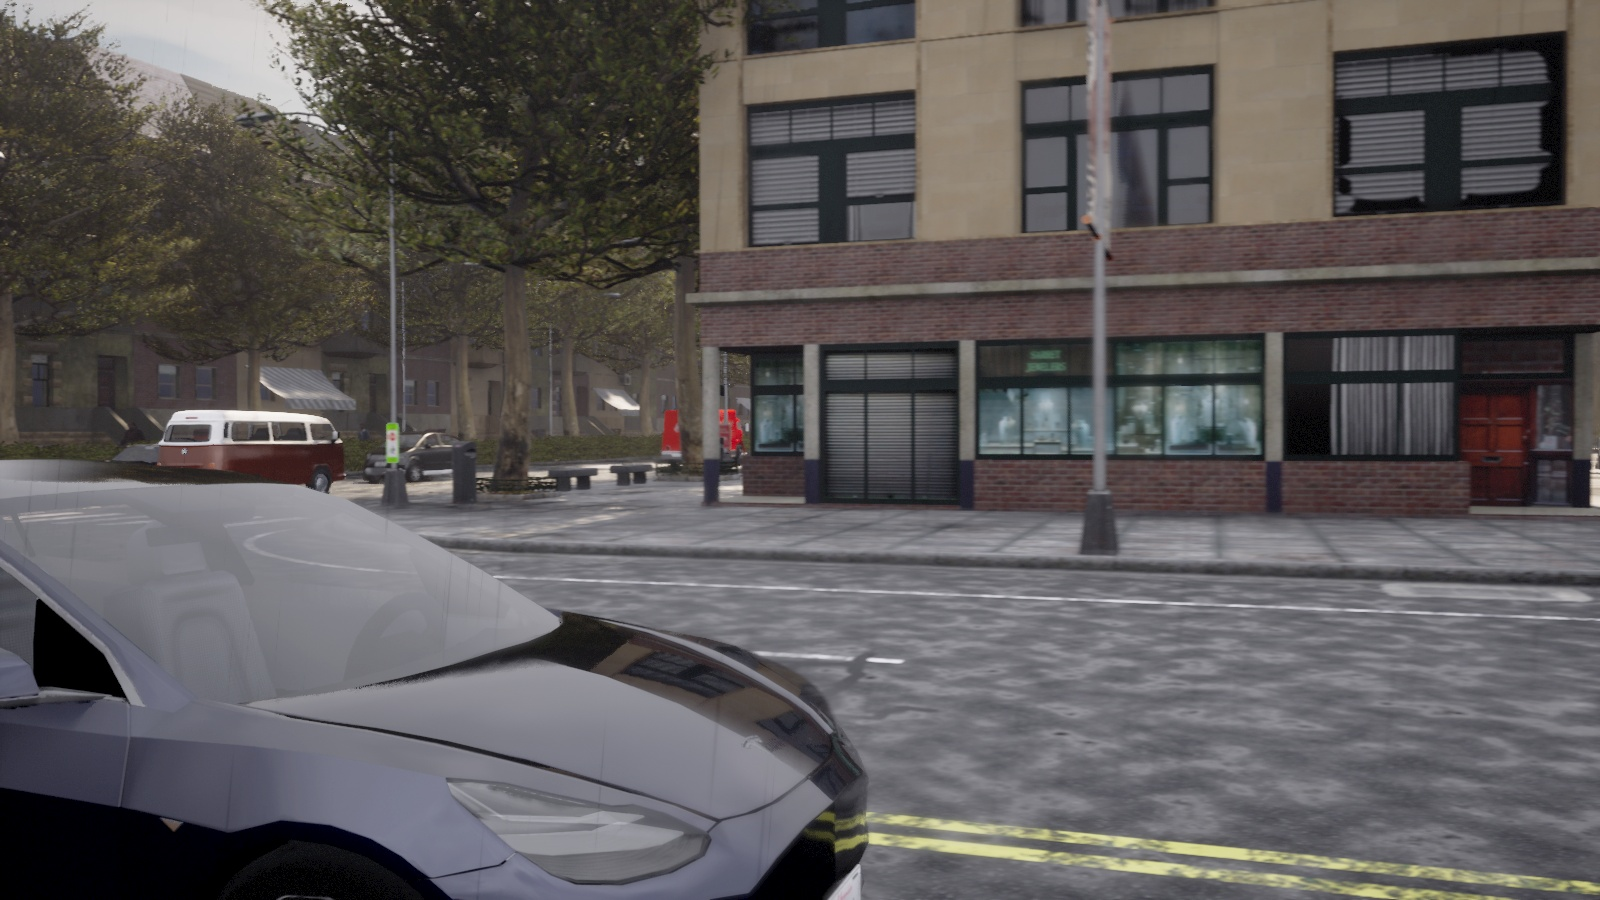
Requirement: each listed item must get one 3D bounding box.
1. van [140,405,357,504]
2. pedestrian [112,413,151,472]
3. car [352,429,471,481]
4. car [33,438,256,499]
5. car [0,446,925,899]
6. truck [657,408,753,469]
[{"bbox_3d":[-12.261,0.049,28.293,2.069,2.038,4.480,0,1,16],"label":"van"},{"bbox_3d":[-21.416,-0.245,40.209,0.634,1.844,0.899,1,1,21],"label":"pedestrian"},{"bbox_3d":[-12.206,0.121,39.689,1.789,1.549,3.705,1,1,18],"label":"car"},{"bbox_3d":[-15.437,0.387,29.925,1.895,1.301,4.718,1,1,18],"label":"car"},{"bbox_3d":[-2.201,0.755,3.934,4.792,1.488,2.163,1,1,19],"label":"car"},{"bbox_3d":[-4.006,-0.531,53.838,2.627,2.467,5.204,0,2,14],"label":"truck"}]
